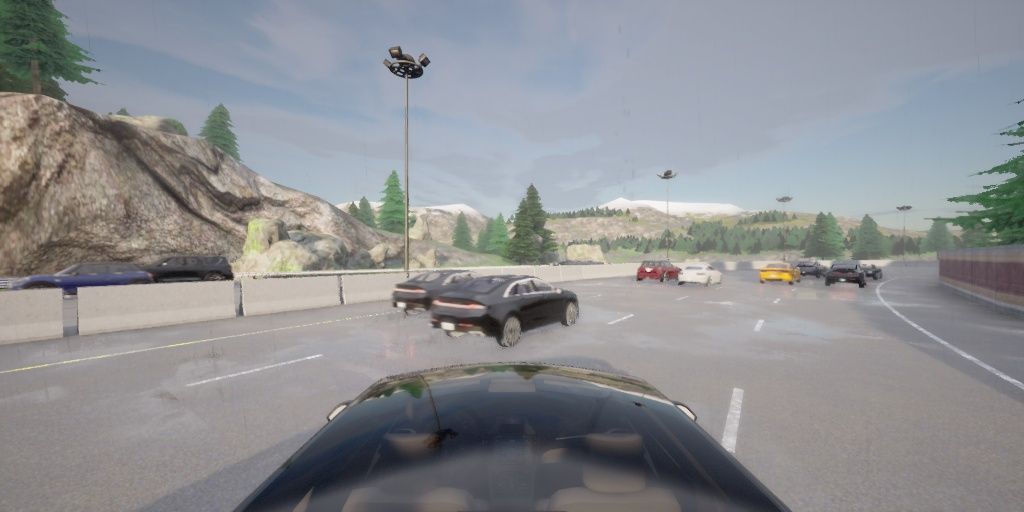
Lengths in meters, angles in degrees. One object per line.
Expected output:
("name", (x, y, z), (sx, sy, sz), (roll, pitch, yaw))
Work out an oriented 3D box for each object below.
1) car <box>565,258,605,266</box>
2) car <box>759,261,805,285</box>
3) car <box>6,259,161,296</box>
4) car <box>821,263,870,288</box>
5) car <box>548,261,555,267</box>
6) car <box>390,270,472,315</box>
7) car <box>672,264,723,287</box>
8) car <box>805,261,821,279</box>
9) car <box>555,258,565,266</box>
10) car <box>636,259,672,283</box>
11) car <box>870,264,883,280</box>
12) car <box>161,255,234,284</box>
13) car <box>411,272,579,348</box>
("car", (8.570, 1.243, 40.127), (4.902, 1.511, 2.128), (0, 0, -42))
("car", (19.747, 1.228, 26.340), (5.008, 1.535, 1.882), (0, 0, -44))
("car", (-20.333, 1.102, 17.157), (2.097, 1.767, 4.553), (0, 0, 35))
("car", (22.485, 1.255, 24.115), (4.892, 1.490, 1.837), (0, 0, -43))
("car", (7.470, 1.081, 53.147), (4.902, 1.511, 2.128), (0, 0, -40))
("car", (-1.862, 1.242, 12.665), (2.128, 1.511, 4.902), (0, 0, 36))
("car", (12.921, 1.275, 24.576), (1.812, 1.442, 4.674), (0, 0, 44))
("car", (27.685, 1.242, 33.218), (4.902, 1.511, 2.128), (0, 0, -39))
("car", (8.057, 1.242, 44.370), (4.902, 1.511, 2.128), (0, 0, -42))
("car", (11.699, 1.101, 28.298), (2.097, 1.767, 4.553), (0, 0, 45))
("car", (30.424, 1.351, 30.951), (4.718, 1.301, 1.895), (0, 0, -39))
("car", (-20.933, 0.971, 22.482), (2.150, 2.045, 5.566), (0, 0, 36))
("car", (0.080, 1.241, 9.411), (2.128, 1.511, 4.902), (0, 0, 36))
